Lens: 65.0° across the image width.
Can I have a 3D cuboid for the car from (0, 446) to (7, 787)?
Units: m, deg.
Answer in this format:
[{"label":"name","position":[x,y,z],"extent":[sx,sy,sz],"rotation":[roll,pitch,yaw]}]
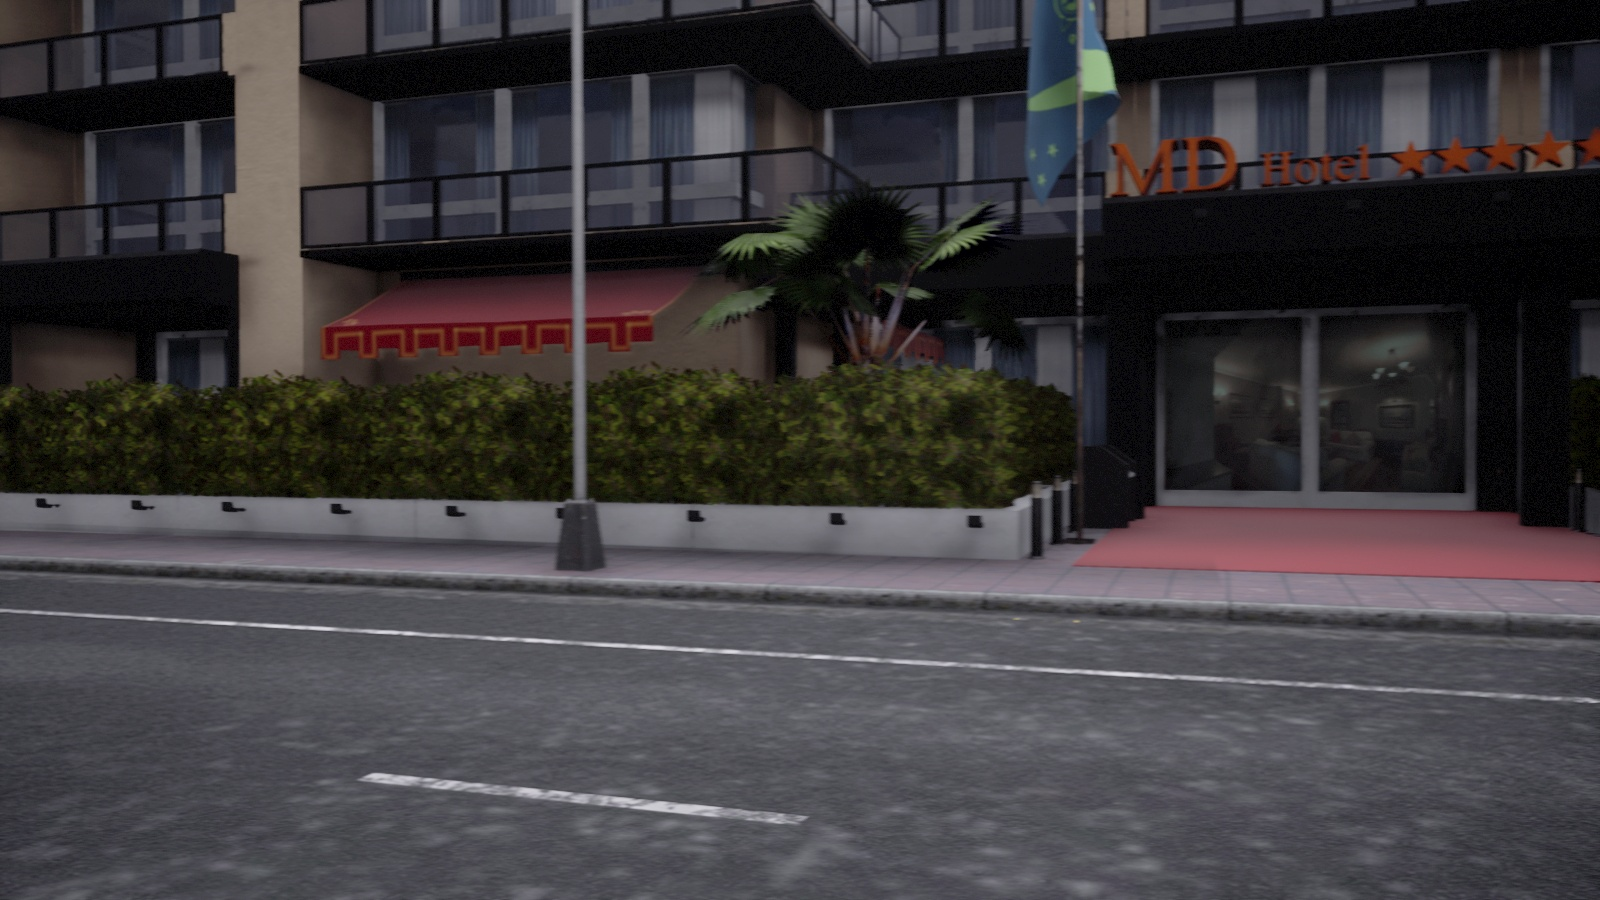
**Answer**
[{"label":"car","position":[-6.094,0.719,5.243],"extent":[4.792,1.488,2.163],"rotation":[1,1,19]}]
